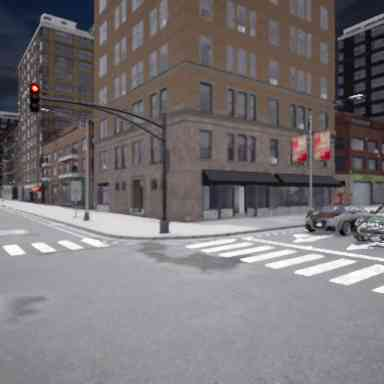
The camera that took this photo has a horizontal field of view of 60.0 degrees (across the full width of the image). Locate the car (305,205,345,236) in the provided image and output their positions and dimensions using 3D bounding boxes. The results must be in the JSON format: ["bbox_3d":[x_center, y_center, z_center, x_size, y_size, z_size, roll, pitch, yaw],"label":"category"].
[{"bbox_3d":[7.742,1.369,17.185,4.181,1.385,1.994,-1,0,-36],"label":"car"}]

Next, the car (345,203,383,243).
[{"bbox_3d":[8.773,1.159,13.929,4.553,1.767,2.097,-1,0,-35],"label":"car"}]
